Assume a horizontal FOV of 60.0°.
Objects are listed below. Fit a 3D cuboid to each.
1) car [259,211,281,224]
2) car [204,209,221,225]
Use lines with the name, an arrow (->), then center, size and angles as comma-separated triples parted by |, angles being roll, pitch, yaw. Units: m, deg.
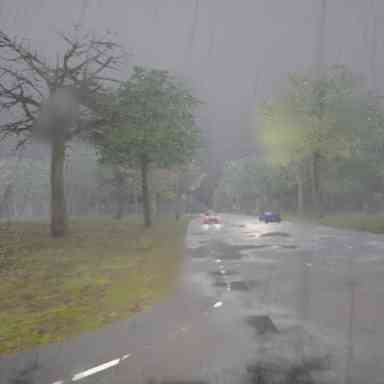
car -> 9.743, 3.172, 41.947 | 1.882, 1.535, 5.008 | -2, -3, 0
car -> 2.733, 3.505, 45.929 | 2.097, 1.767, 4.553 | -2, -3, 0
